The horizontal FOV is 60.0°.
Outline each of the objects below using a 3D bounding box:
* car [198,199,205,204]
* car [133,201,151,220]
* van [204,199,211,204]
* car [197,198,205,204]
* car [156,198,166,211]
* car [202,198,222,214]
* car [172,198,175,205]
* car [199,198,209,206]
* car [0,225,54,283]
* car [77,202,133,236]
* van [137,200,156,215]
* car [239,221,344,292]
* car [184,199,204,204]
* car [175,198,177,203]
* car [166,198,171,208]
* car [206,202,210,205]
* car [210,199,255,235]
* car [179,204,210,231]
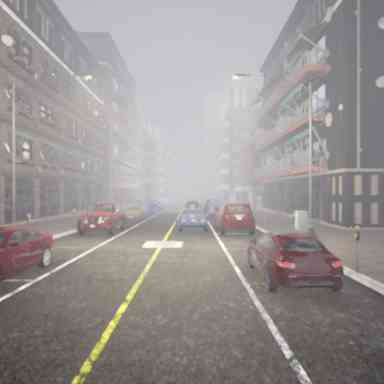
[{"bbox_3d":[2.498,2.504,88.223,1.802,1.307,4.206,-1,-1,0],"label":"car"},{"bbox_3d":[-5.345,1.857,31.446,1.752,1.417,4.829,-1,-1,0],"label":"car"},{"bbox_3d":[2.529,1.730,37.249,1.690,1.788,3.998,-1,-1,0],"label":"van"},{"bbox_3d":[2.494,2.526,93.888,1.887,1.381,4.507,-1,-1,0],"label":"car"},{"bbox_3d":[-5.358,1.951,48.570,1.967,1.590,4.097,-1,-1,0],"label":"car"},{"bbox_3d":[2.525,1.763,42.913,2.192,1.841,5.009,-1,-1,0],"label":"car"},{"bbox_3d":[-5.371,2.313,71.173,1.947,1.339,4.313,-1,-1,0],"label":"car"},{"bbox_3d":[2.508,2.185,71.233,1.967,1.590,4.097,-1,-1,0],"label":"car"},{"bbox_3d":[-5.330,1.642,9.012,1.887,1.381,4.507,-1,-1,0],"label":"car"},{"bbox_3d":[-5.341,1.530,20.316,2.192,1.841,5.009,-1,-1,0],"label":"car"},{"bbox_3d":[-5.352,1.733,37.269,1.690,1.788,3.998,-1,-1,0],"label":"van"},{"bbox_3d":[2.551,1.675,8.927,1.802,1.307,4.206,-1,-1,0],"label":"car"},{"bbox_3d":[0.072,1.786,41.404,2.097,1.767,4.553,0,-1,0],"label":"car"},{"bbox_3d":[-5.379,2.389,82.306,1.752,1.417,4.829,-1,-1,0],"label":"car"},{"bbox_3d":[-5.364,2.179,59.871,2.008,1.369,4.403,-1,-1,0],"label":"car"},{"bbox_3d":[2.536,1.912,31.583,1.802,1.307,4.206,-1,-1,0],"label":"car"},{"bbox_3d":[2.539,1.527,20.257,2.192,1.841,5.009,-1,-1,0],"label":"car"},{"bbox_3d":[0.083,1.781,22.246,2.033,1.411,5.357,0,-1,0],"label":"car"}]
